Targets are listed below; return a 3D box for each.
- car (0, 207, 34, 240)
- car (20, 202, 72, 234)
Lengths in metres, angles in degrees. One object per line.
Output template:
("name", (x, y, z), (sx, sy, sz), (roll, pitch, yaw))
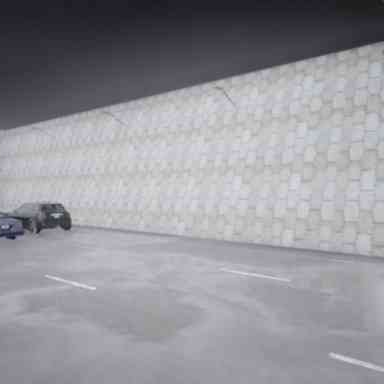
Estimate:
("car", (-9.998, 1.532, 15.716), (5.357, 1.411, 2.033), (0, 0, 36))
("car", (-9.074, 1.351, 19.381), (4.553, 1.767, 2.097), (0, 0, 36))
